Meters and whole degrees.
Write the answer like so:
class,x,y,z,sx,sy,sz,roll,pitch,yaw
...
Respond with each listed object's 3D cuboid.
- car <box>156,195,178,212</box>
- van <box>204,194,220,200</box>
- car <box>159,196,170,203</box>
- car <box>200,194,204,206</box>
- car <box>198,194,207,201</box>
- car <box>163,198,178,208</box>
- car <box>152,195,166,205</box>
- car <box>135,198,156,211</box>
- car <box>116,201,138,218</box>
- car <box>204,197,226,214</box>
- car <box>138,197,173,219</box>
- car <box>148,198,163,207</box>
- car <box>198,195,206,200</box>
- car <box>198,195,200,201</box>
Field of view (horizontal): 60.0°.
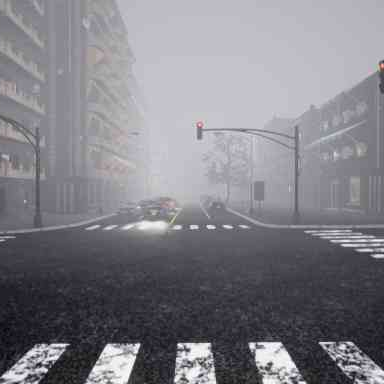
class,x,y,z,sx,sy,sz,roll,pitch,yaw
car,-3.090,1.340,38.661,2.097,1.767,4.553,0,0,0
van,2.679,1.327,41.265,1.690,1.788,3.998,0,0,0
car,-5.704,1.551,68.939,1.802,1.307,4.206,0,0,0
car,2.678,1.420,52.333,1.967,1.590,4.097,0,0,0
car,2.672,1.396,85.533,1.967,1.590,4.097,0,0,0
car,-3.082,1.546,48.689,1.994,1.385,4.181,0,0,0
car,-5.703,1.417,57.872,1.967,1.590,4.097,0,0,0
car,-5.699,1.531,41.271,1.887,1.381,4.507,0,0,0
car,-5.698,1.542,30.205,2.008,1.369,4.403,0,0,0
car,2.682,1.555,35.732,1.947,1.339,4.313,0,0,0
car,-3.096,1.483,29.473,2.128,1.511,4.902,0,0,0
car,-5.701,1.562,52.339,1.802,1.307,4.206,0,0,0
car,2.673,1.496,91.067,1.887,1.381,4.507,0,0,0
car,2.673,1.280,74.467,2.192,1.841,5.009,0,0,0
